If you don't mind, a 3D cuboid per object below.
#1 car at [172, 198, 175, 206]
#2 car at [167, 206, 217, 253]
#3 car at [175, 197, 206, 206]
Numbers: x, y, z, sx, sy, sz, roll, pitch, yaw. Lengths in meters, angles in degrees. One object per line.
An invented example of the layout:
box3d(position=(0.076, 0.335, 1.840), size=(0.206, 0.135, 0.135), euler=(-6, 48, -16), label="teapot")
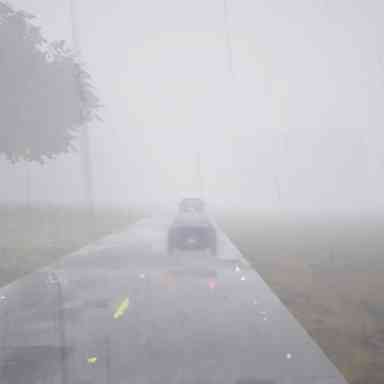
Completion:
box3d(position=(-2.793, 1.918, 64.930), size=(1.882, 1.535, 5.008), euler=(0, 0, 0), label="car")
box3d(position=(0.018, 1.602, 14.254), size=(1.882, 1.535, 5.008), euler=(0, 0, 0), label="car")
box3d(position=(-0.003, 1.454, 27.570), size=(2.150, 2.045, 5.566), euler=(0, 0, 0), label="car")
